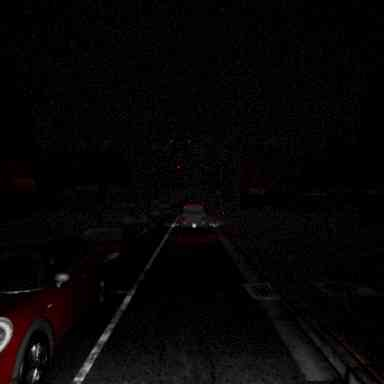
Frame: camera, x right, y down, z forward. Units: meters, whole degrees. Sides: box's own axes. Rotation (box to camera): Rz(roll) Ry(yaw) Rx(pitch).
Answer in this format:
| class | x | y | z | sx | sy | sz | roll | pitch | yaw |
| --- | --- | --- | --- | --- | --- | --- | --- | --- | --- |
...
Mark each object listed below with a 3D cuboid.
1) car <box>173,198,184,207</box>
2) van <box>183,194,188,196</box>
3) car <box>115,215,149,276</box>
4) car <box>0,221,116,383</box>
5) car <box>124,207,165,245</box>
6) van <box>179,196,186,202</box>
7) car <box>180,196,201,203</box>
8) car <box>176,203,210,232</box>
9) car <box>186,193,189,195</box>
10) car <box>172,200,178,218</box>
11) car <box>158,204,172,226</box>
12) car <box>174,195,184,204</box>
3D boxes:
| class | x | y | z | sx | sy | sz | roll | pitch | yaw |
| --- | --- | --- | --- | --- | --- | --- | --- | --- | --- |
| car | -2.584 | 1.996 | 64.318 | 1.752 | 1.417 | 4.829 | -2 | 0 | 0 |
| van | -2.565 | 1.895 | 81.108 | 1.690 | 1.788 | 3.998 | -1 | 0 | 0 |
| car | -2.642 | 1.636 | 10.379 | 1.802 | 1.307 | 4.206 | -1 | 0 | 0 |
| car | -2.655 | 1.465 | 4.938 | 1.967 | 1.590 | 4.097 | -2 | 0 | 0 |
| car | -2.640 | 1.638 | 15.831 | 2.008 | 1.369 | 4.403 | -2 | 0 | 0 |
| van | -2.550 | 1.913 | 92.188 | 1.690 | 1.788 | 3.998 | -1 | 0 | 0 |
| car | 0.140 | 1.562 | 33.530 | 2.097 | 1.767 | 4.553 | 0 | 0 | 0 |
| car | 0.123 | 1.643 | 20.709 | 1.812 | 1.442 | 4.674 | 0 | 0 | 0 |
| car | -2.559 | 1.881 | 86.651 | 2.192 | 1.841 | 5.009 | -1 | 0 | 0 |
| car | -2.620 | 1.782 | 32.174 | 1.802 | 1.307 | 4.206 | -2 | 0 | 0 |
| car | -2.634 | 1.673 | 21.280 | 2.008 | 1.369 | 4.403 | -2 | 0 | 0 |
| car | -2.594 | 1.867 | 58.951 | 1.967 | 1.590 | 4.097 | -2 | -1 | 0 |
